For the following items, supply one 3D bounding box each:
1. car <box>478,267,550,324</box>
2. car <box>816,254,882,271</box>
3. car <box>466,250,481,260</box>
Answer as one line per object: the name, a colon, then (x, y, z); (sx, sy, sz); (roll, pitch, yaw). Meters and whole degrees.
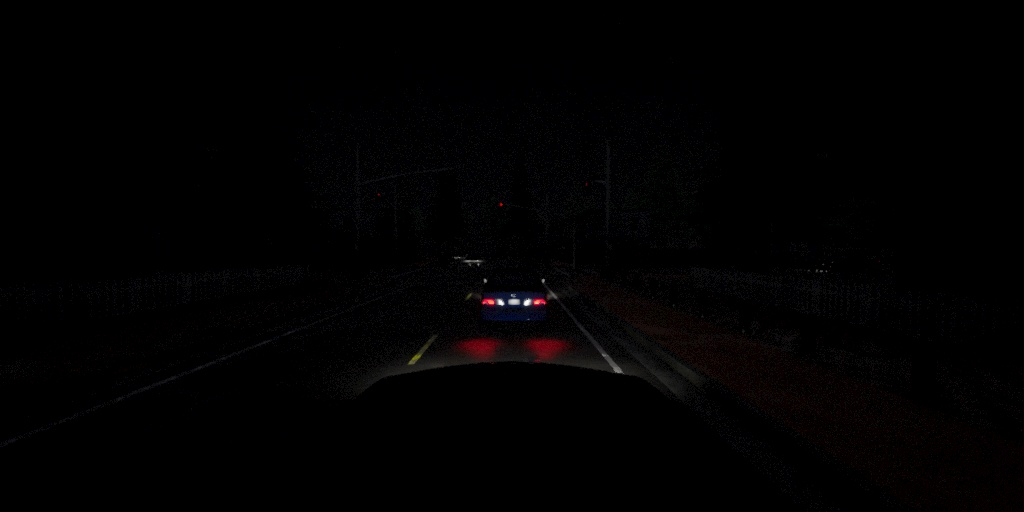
car: (0.066, 1.048, 10.855); (2.033, 1.411, 5.357); (0, 2, 0)
car: (27.968, 0.530, 29.877); (4.181, 1.385, 1.994); (0, 2, 2)
car: (-5.746, -0.126, 52.655); (2.033, 1.411, 5.357); (0, 2, -12)
